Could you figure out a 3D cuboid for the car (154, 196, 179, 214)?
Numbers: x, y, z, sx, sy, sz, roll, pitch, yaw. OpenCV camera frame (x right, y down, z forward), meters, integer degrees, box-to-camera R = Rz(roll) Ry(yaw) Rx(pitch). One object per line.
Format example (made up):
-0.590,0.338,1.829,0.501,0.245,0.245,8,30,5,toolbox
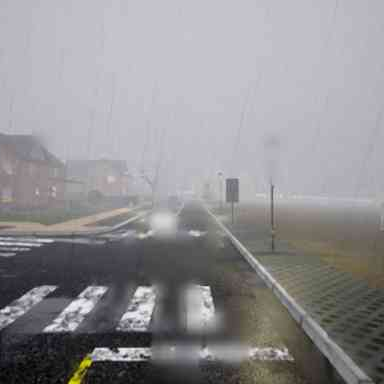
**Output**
-2.846,1.475,35.023,2.128,1.511,4.902,0,0,0,car

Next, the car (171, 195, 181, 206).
-2.896,1.328,53.072,2.097,1.767,4.553,0,0,0,car
